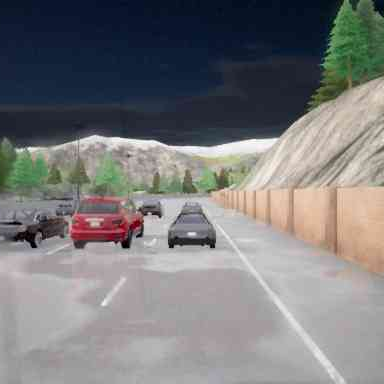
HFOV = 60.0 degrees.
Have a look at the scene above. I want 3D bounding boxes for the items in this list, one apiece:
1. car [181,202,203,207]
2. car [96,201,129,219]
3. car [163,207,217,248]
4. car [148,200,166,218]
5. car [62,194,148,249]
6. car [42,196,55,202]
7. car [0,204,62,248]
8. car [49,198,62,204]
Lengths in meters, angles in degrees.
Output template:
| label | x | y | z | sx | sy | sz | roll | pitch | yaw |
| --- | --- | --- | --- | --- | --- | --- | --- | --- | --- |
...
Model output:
| label | x | y | z | sx | sy | sz | roll | pitch | yaw |
| --- | --- | --- | --- | --- | --- | --- | --- | --- | --- |
| car | 0.000 | 1.570 | 29.650 | 1.994 | 1.385 | 4.181 | 0 | 0 | 0 |
| car | -7.000 | 1.570 | 29.650 | 1.994 | 1.385 | 4.181 | 0 | 0 | 0 |
| car | 0.000 | 1.570 | 14.650 | 1.994 | 1.385 | 4.181 | 0 | 0 | 0 |
| car | -3.500 | 1.514 | 29.650 | 1.837 | 1.490 | 4.892 | 0 | 0 | 0 |
| car | -3.500 | 1.255 | 14.680 | 2.150 | 2.045 | 5.566 | 0 | 0 | 0 |
| car | -31.500 | 1.544 | 73.746 | 1.994 | 1.385 | 4.181 | 0 | 0 | 0 |
| car | -7.000 | 1.492 | 14.650 | 2.128 | 1.511 | 4.902 | 0 | 0 | 0 |
| car | -10.500 | 1.492 | 29.650 | 2.128 | 1.511 | 4.902 | 0 | 0 | 0 |
